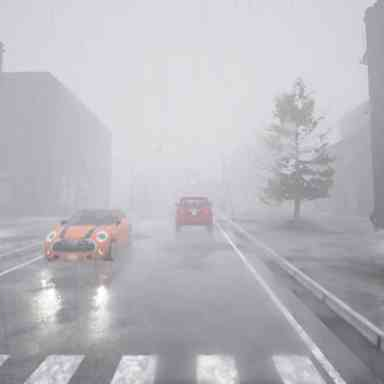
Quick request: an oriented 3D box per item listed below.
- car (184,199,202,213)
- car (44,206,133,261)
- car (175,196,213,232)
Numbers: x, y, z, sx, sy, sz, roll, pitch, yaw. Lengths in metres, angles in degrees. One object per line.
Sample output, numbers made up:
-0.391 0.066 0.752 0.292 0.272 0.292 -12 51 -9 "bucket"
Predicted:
0.118 1.578 38.481 1.882 1.535 5.008 0 -1 0 "car"
-3.561 1.365 12.204 2.097 1.767 4.553 0 0 0 "car"
0.112 1.243 20.587 2.150 2.045 5.566 0 0 0 "car"
